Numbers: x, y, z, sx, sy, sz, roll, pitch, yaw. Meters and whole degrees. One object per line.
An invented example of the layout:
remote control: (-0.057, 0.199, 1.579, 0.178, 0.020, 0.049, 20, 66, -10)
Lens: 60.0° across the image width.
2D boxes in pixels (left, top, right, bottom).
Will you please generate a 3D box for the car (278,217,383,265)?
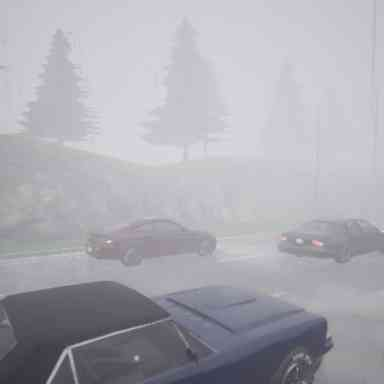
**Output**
car: (5.402, 1.607, 12.014, 5.357, 1.411, 2.033, 0, 0, -37)

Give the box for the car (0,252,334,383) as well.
car: (-0.687, 1.613, 3.252, 4.718, 1.301, 1.895, 0, 0, -36)

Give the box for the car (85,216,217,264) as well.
car: (-1.263, 1.571, 11.498, 4.674, 1.442, 1.812, 0, 0, -36)
